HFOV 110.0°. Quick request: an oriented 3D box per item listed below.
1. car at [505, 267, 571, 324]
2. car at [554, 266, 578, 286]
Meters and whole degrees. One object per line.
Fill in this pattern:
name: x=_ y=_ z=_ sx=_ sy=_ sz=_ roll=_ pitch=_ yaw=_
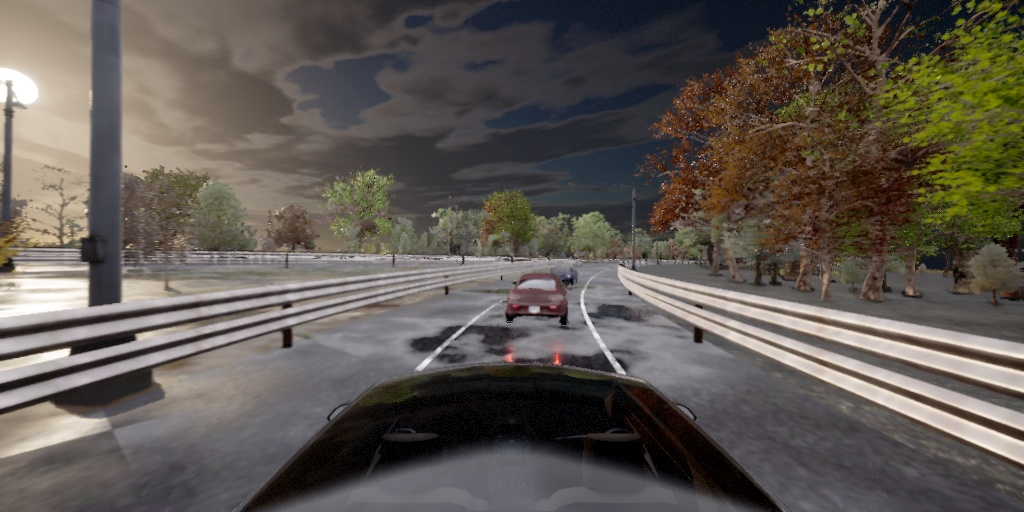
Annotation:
car: x=0.922 y=1.271 z=11.949 sx=1.812 sy=1.442 sz=4.674 roll=0 pitch=0 yaw=8
car: x=3.685 y=1.369 z=25.836 sx=1.895 sy=1.301 sz=4.718 roll=0 pitch=0 yaw=15
